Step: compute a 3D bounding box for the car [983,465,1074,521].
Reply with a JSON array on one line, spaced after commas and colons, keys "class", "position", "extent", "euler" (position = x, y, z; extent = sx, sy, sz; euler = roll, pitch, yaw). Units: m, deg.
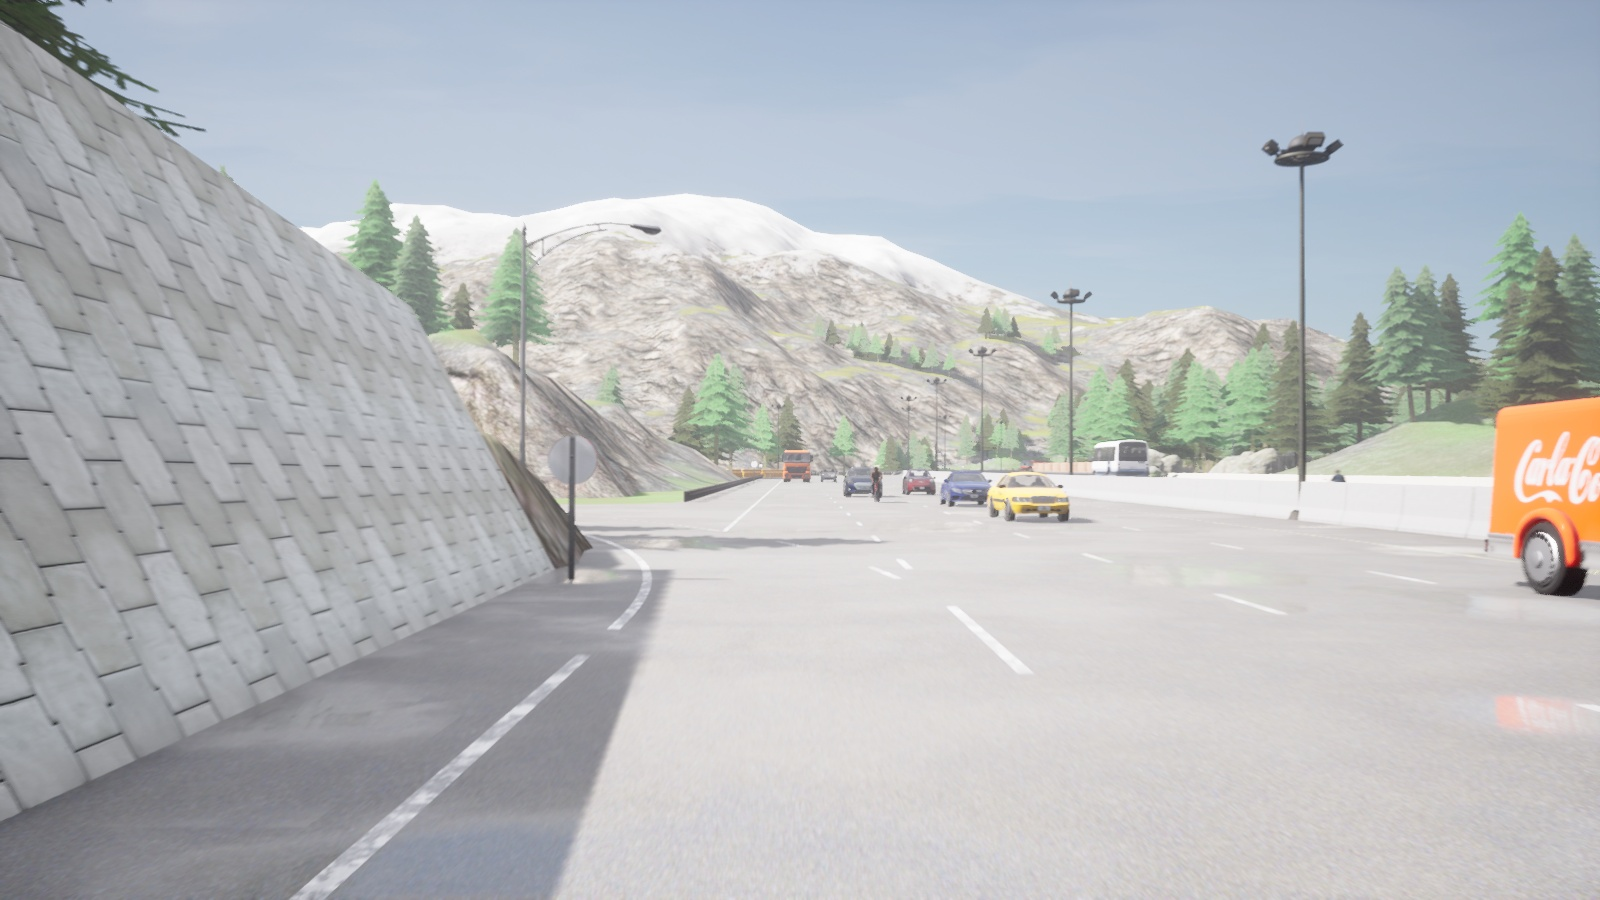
[{"class": "car", "position": [6.908, 1.263, 38.503], "extent": [1.801, 1.575, 5.366], "euler": [0, -1, 0]}]

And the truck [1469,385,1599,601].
[{"class": "truck", "position": [10.464, 0.492, 14.543], "extent": [2.627, 2.467, 5.204], "euler": [0, -1, 0]}]

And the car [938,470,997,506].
[{"class": "car", "position": [6.876, 1.540, 52.007], "extent": [1.812, 1.442, 4.674], "euler": [0, -1, 0]}]

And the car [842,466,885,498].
[{"class": "car", "position": [3.344, 1.674, 67.293], "extent": [2.033, 1.649, 4.856], "euler": [0, -1, 0]}]

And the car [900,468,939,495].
[{"class": "car", "position": [6.828, 1.810, 72.102], "extent": [1.845, 1.501, 3.633], "euler": [0, -1, 0]}]
